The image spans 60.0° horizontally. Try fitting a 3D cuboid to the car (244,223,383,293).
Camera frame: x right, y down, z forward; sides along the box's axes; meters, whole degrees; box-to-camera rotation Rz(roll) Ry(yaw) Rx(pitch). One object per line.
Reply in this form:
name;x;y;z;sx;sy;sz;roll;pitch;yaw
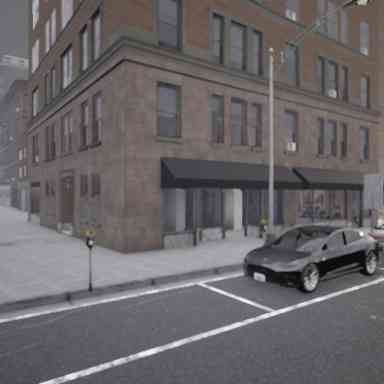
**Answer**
car;3.330;1.600;8.939;4.313;1.339;1.947;0;0;-36
